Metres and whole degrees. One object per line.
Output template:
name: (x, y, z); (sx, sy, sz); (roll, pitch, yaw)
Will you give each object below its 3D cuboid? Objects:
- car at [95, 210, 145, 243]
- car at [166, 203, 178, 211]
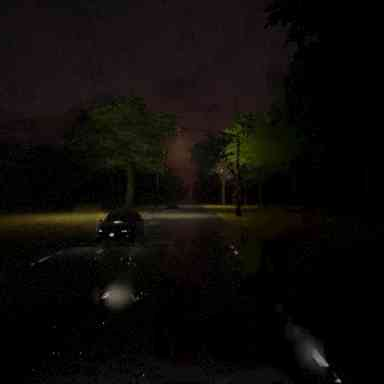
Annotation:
car: (-3.597, 1.726, 17.318); (1.837, 1.490, 4.892); (0, -1, 0)
car: (-3.534, 2.592, 59.665); (1.994, 1.385, 4.181); (0, -1, 1)
